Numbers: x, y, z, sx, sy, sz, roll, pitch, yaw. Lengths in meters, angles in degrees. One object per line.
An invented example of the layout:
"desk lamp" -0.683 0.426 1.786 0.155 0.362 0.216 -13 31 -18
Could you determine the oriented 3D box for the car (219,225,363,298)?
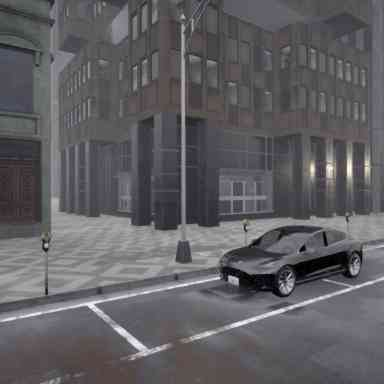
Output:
"car" 2.684 1.566 8.556 4.313 1.339 1.947 0 0 -35
